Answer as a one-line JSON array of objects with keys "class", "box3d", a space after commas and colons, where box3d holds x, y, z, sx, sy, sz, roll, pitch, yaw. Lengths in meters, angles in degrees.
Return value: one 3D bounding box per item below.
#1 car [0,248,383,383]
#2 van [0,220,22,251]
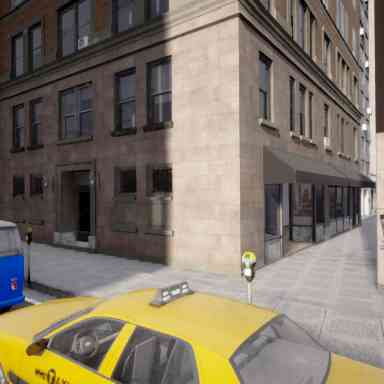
[{"class": "car", "box3d": [-0.391, 1.526, 3.139, 4.829, 1.417, 1.752, 0, -1, 36]}, {"class": "van", "box3d": [-4.865, 1.342, 6.344, 3.998, 1.788, 1.690, 0, -1, 36]}]
